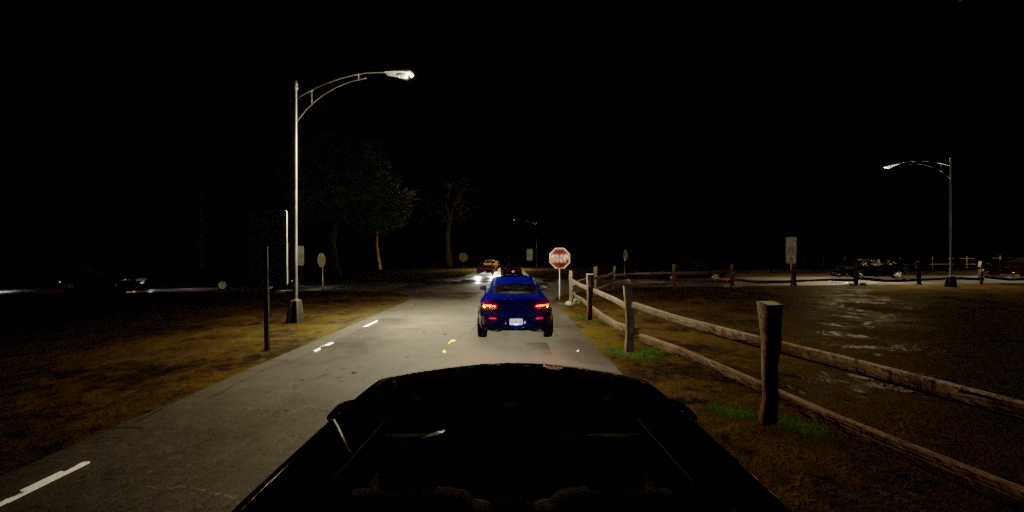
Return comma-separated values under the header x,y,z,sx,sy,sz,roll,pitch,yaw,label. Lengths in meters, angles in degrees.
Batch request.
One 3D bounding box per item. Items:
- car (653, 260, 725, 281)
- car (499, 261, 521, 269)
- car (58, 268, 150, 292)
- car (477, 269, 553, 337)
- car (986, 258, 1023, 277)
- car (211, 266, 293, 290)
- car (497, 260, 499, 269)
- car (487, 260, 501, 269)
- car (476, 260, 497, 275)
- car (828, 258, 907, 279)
x,y,z,sx,sy,sz,roll,pitch,yaw,label
13.248,1.054,26.975,5.008,1.535,1.882,-1,1,-1,car
-0.060,1.299,36.688,1.812,1.442,4.674,-1,0,-4,car
-27.381,1.561,24.170,4.902,1.511,2.128,-1,1,0,car
0.053,1.277,10.158,1.812,1.442,4.674,0,0,-1,car
38.584,0.842,26.890,4.181,1.385,1.994,-1,1,0,car
-17.334,1.435,24.166,5.008,1.535,1.882,-1,1,0,car
-2.954,1.279,49.075,1.882,1.535,5.008,0,0,0,car
-2.933,1.385,58.904,2.033,1.411,5.357,0,0,1,car
-2.899,1.380,39.719,1.895,1.301,4.718,0,0,-2,car
26.619,0.926,26.941,4.892,1.490,1.837,0,1,0,car
